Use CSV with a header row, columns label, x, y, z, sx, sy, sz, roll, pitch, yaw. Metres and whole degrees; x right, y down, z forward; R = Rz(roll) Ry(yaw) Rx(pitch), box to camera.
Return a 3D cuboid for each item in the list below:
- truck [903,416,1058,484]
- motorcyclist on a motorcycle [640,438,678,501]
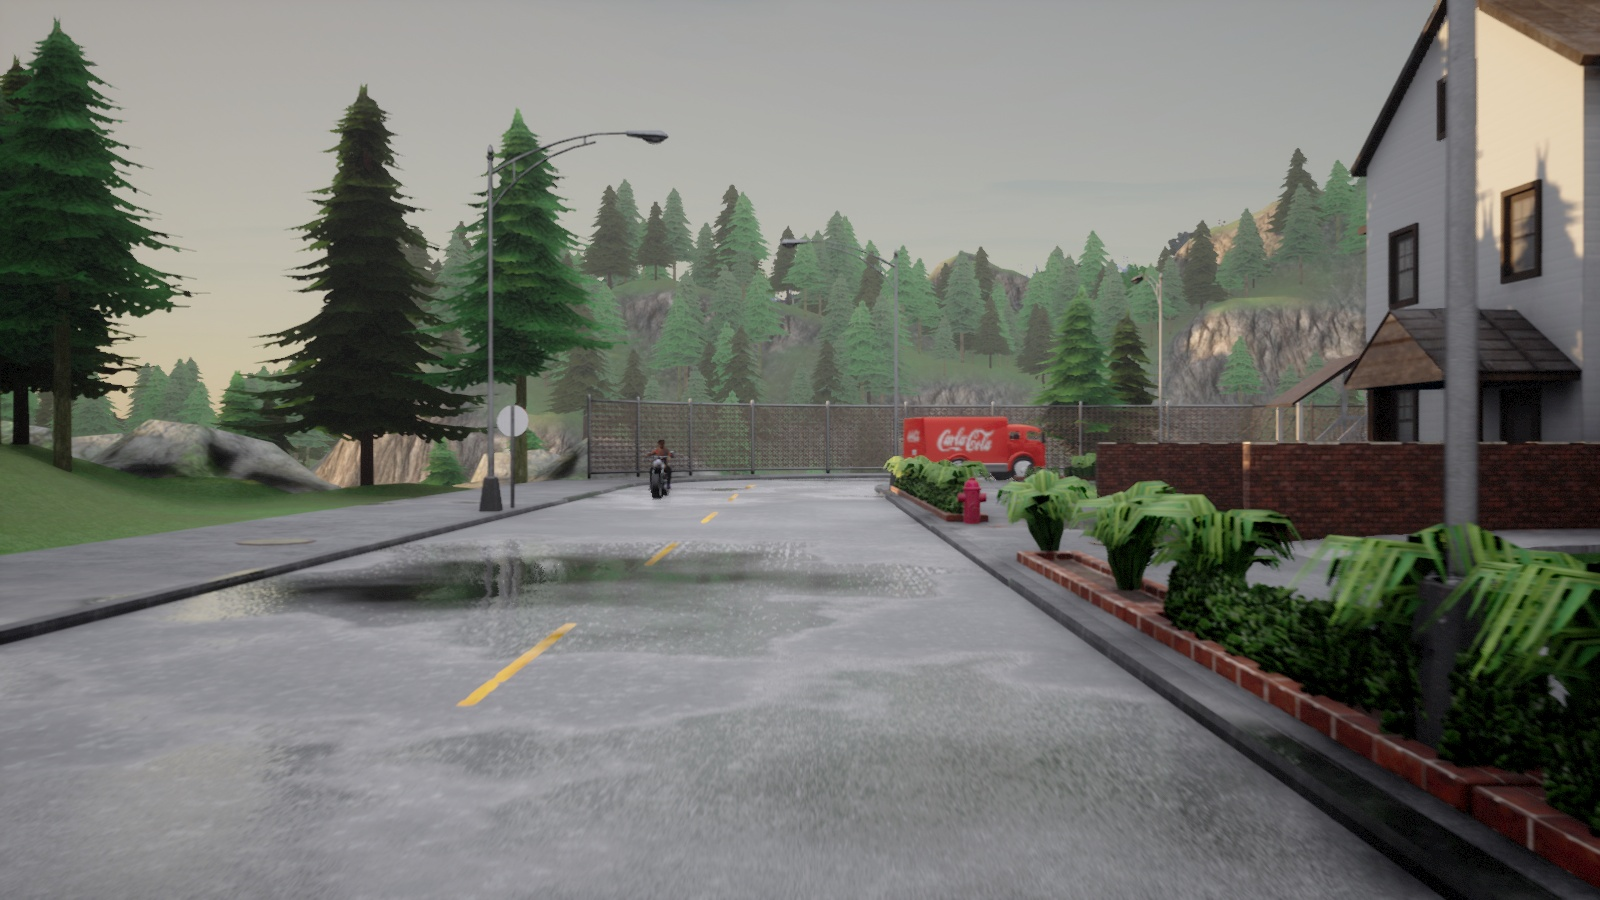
label,x,y,z,sx,sy,sz,roll,pitch,yaw
truck,6.800,-0.003,47.582,5.204,2.467,2.627,0,0,-15
motorcyclist on a motorcycle,-3.800,0.502,34.031,0.766,1.649,2.350,0,0,0
